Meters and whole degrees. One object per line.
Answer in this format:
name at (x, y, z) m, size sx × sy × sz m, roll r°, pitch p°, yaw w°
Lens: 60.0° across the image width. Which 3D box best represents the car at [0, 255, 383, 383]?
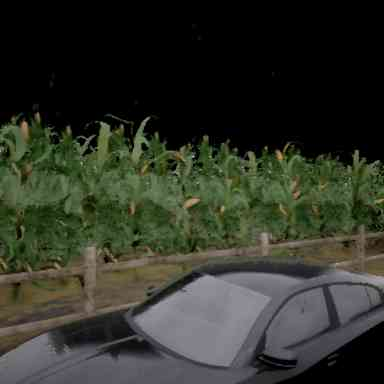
car at (0.621, 1.508, 3.496) m, size 5.008 × 1.535 × 1.882 m, roll 1°, pitch -1°, yaw -35°
